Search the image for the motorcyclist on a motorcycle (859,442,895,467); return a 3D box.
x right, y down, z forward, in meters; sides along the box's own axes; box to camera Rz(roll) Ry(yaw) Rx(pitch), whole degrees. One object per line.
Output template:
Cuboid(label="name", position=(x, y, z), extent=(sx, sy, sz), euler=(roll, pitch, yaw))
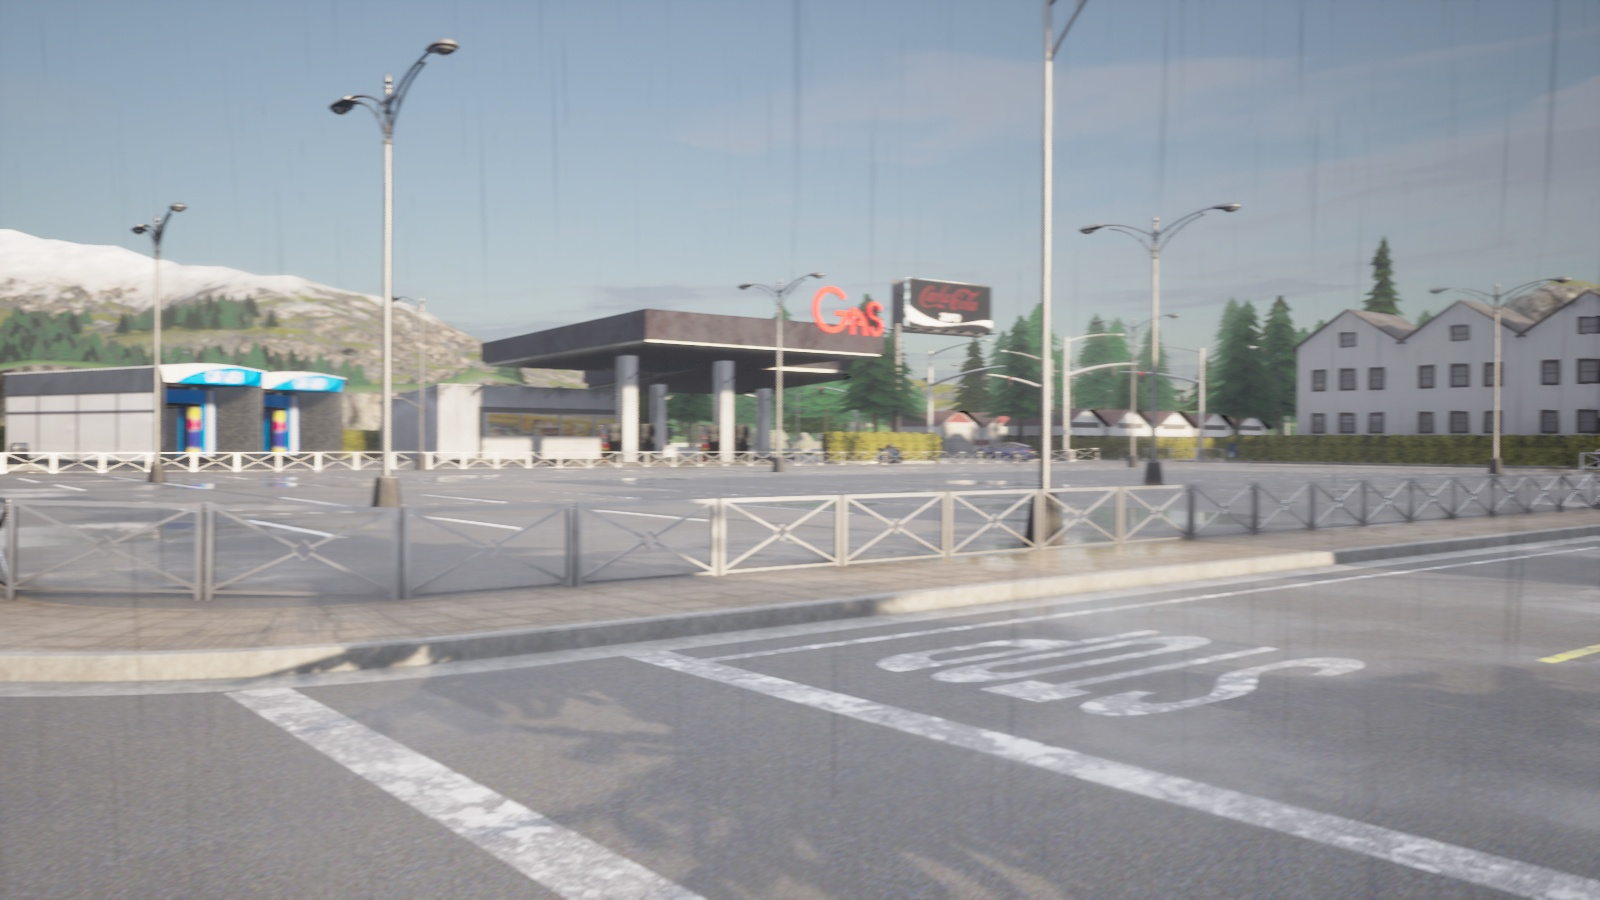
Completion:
Cuboid(label="motorcyclist on a motorcycle", position=(4.846, 0.279, 78.867), extent=(2.191, 1.530, 0.866), euler=(0, 1, -39))

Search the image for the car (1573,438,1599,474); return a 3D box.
Cuboid(label="car", position=(40.624, 0.304, 61.222), extent=(2.097, 1.767, 4.553), euler=(0, 1, -39))
